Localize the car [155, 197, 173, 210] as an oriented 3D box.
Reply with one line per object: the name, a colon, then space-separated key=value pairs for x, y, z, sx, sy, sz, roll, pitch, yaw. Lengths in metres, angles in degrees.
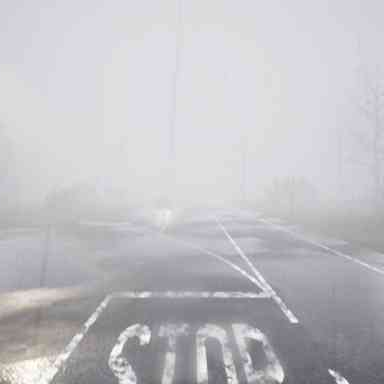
car: x=-3.332 y=1.338 z=39.854 sx=2.128 sy=1.511 sz=4.902 roll=0 pitch=0 yaw=0
